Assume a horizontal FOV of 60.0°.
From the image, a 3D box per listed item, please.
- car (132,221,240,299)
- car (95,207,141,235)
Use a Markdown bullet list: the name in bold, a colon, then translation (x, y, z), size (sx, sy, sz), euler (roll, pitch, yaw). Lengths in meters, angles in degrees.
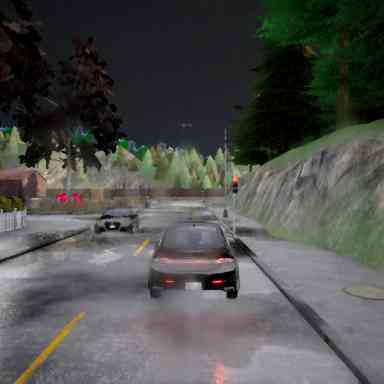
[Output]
- **car**: translation (0.054, 1.492, 8.458), size (2.128, 1.511, 4.902), euler (0, 0, 1)
- **car**: translation (-4.080, 1.564, 18.847), size (1.994, 1.385, 4.181), euler (0, 0, -2)
